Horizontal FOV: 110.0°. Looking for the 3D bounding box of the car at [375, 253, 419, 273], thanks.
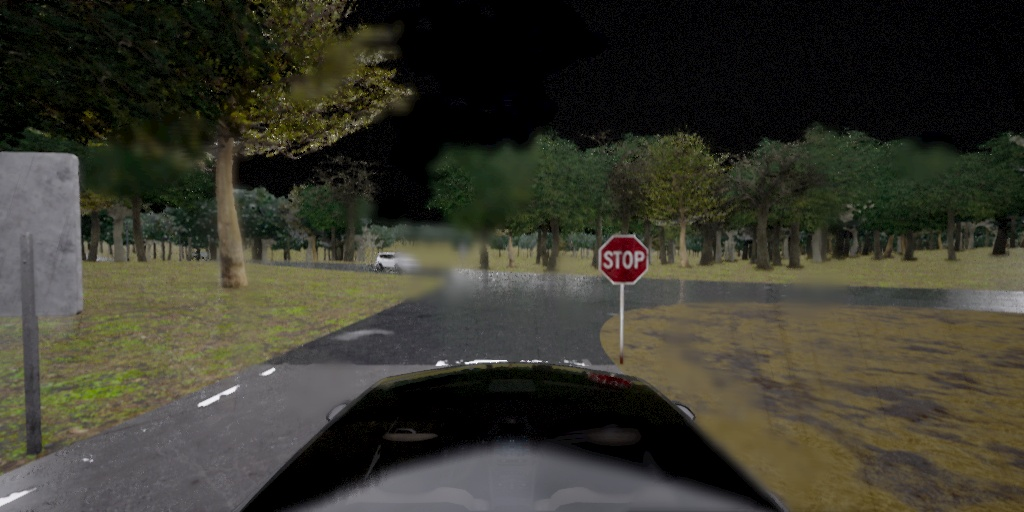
[{"bbox_3d":[-12.783,0.670,39.689,5.566,2.045,2.150,1,2,35],"label":"car"}]
